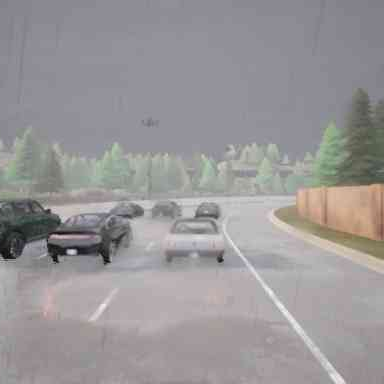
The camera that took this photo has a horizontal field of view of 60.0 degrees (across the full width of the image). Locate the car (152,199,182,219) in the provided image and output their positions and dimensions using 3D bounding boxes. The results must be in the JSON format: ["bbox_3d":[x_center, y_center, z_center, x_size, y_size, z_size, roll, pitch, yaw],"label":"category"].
[{"bbox_3d":[-2.095,1.522,28.814,1.837,1.490,4.892,0,0,9],"label":"car"}]

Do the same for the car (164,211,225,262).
[{"bbox_3d":[0.100,1.609,12.181,1.895,1.301,4.718,0,0,1],"label":"car"}]

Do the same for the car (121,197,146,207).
[{"bbox_3d":[-9.533,1.559,54.268,1.812,1.442,4.674,0,0,23],"label":"car"}]

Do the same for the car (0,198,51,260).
[{"bbox_3d":[-6.895,1.228,12.639,2.150,2.045,5.566,0,0,1],"label":"car"}]

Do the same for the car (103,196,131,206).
[{"bbox_3d":[-12.607,1.526,56.011,2.128,1.511,4.902,0,0,22],"label":"car"}]

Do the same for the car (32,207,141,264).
[{"bbox_3d":[-3.400,1.499,11.893,2.128,1.511,4.902,0,0,1],"label":"car"}]

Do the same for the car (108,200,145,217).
[{"bbox_3d":[-5.564,1.582,29.137,1.994,1.385,4.181,0,0,9],"label":"car"}]

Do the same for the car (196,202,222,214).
[{"bbox_3d":[1.499,1.582,29.009,1.994,1.385,4.181,0,0,10],"label":"car"}]

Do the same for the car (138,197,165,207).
[{"bbox_3d":[-6.325,1.526,52.852,2.128,1.511,4.902,0,0,23],"label":"car"}]
